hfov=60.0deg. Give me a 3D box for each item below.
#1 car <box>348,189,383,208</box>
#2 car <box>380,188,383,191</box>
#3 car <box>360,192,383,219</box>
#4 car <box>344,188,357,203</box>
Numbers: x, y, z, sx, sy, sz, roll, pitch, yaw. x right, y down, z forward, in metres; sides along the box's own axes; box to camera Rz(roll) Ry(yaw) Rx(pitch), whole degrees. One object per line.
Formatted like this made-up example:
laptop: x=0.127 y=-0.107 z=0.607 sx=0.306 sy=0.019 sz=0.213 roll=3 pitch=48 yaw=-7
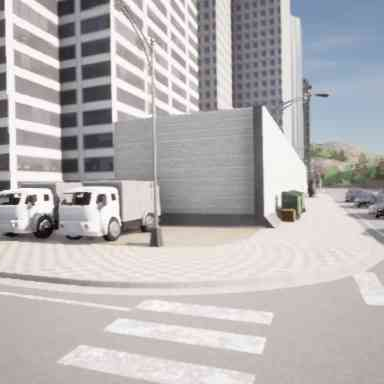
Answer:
car: x=16.504 y=0.744 z=31.688 sx=2.033 sy=1.411 sz=5.357 roll=-1 pitch=1 yaw=21
car: x=22.868 y=0.335 z=38.629 sx=2.097 sy=1.767 sz=4.553 roll=-1 pitch=1 yaw=21
car: x=12.941 y=0.939 z=22.283 sx=2.033 sy=1.411 sz=5.357 roll=-1 pitch=1 yaw=21
car: x=20.034 y=0.355 z=41.003 sx=2.097 sy=1.767 sz=4.553 roll=-1 pitch=1 yaw=21
